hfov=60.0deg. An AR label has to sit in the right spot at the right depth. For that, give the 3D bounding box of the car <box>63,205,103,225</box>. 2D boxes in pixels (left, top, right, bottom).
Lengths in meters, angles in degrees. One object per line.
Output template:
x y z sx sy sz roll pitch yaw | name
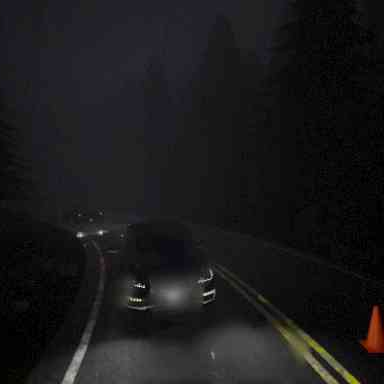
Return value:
-8.162 1.643 24.744 1.895 1.301 4.718 -3 1 -33 | car

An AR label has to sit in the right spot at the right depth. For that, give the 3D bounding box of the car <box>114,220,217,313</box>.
-0.834 1.485 7.927 1.837 1.490 4.892 -1 0 -12 | car
